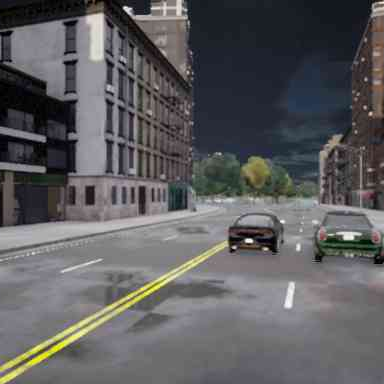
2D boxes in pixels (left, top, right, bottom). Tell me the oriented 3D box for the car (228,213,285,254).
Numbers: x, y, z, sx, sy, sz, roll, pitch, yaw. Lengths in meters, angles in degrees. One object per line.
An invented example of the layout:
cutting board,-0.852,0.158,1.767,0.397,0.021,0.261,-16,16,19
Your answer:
car,2.899,1.640,14.430,1.882,1.535,5.008,0,0,20

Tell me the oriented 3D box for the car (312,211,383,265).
car,5.698,1.491,12.602,2.097,1.767,4.553,0,-1,19
